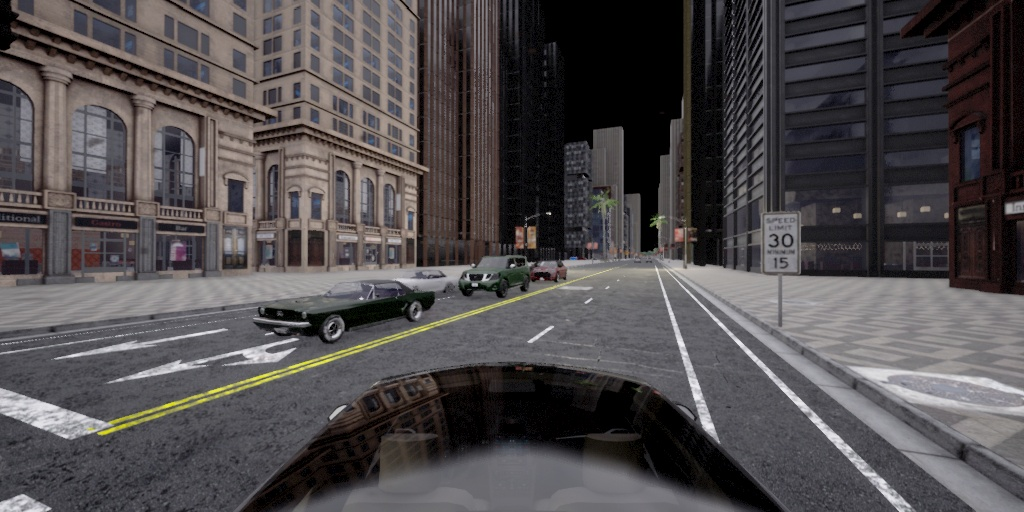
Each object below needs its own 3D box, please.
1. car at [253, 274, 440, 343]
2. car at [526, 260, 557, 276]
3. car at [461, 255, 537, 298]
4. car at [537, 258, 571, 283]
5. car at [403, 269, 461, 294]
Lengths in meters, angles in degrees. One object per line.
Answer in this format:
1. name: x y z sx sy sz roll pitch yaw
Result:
1. car: -4.271 1.351 9.985 1.895 1.301 4.718 0 0 24
2. car: 3.208 1.242 37.872 1.882 1.535 5.008 0 0 22
3. car: -0.705 0.974 19.072 2.150 2.045 5.566 0 0 21
4. car: 3.002 1.110 28.580 2.097 1.767 4.553 0 0 21
5. car: -4.666 1.353 17.887 1.895 1.301 4.718 0 0 21
